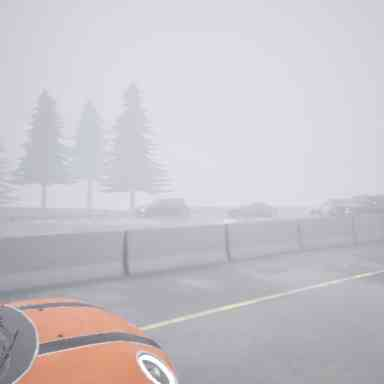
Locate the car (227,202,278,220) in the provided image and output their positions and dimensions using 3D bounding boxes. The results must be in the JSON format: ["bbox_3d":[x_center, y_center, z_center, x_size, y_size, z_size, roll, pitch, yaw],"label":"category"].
[{"bbox_3d":[4.991,1.511,27.256,4.181,1.385,1.994,0,0,-28],"label":"car"}]

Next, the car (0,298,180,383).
[{"bbox_3d":[-2.237,1.342,2.031,4.553,1.767,2.097,0,0,-36],"label":"car"}]

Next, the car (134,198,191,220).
[{"bbox_3d":[-2.417,1.286,27.117,4.553,1.767,2.097,0,0,-30],"label":"car"}]

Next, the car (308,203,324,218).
[{"bbox_3d":[11.572,1.313,26.697,4.553,1.767,2.097,0,0,-26],"label":"car"}]

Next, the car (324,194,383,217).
[{"bbox_3d":[12.251,1.192,23.171,5.566,2.045,2.150,0,0,-26],"label":"car"}]
